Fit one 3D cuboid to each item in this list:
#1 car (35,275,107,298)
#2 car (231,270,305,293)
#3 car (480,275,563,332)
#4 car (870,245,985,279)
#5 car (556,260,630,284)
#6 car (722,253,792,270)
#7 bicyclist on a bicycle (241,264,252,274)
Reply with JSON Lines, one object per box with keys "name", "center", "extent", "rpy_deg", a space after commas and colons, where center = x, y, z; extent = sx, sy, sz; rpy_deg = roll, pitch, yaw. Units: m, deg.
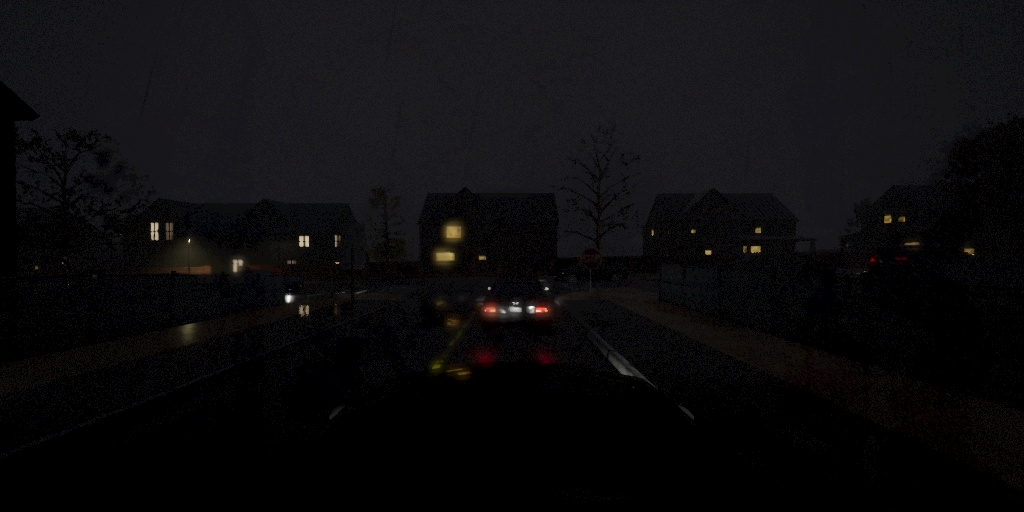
{"name": "car", "center": [-25.322, 1.854, 21.277], "extent": [4.674, 1.442, 1.812], "rpy_deg": [-1, 1, 0]}
{"name": "car", "center": [-15.023, 1.562, 21.251], "extent": [5.008, 1.535, 1.882], "rpy_deg": [-1, 1, 0]}
{"name": "car", "center": [0.169, 1.298, 10.842], "extent": [2.033, 1.411, 5.357], "rpy_deg": [0, 0, 2]}
{"name": "car", "center": [24.575, 0.372, 21.154], "extent": [5.566, 2.045, 2.150], "rpy_deg": [-1, 1, 0]}
{"name": "car", "center": [5.373, 1.065, 24.154], "extent": [4.892, 1.490, 1.837], "rpy_deg": [-1, 1, 0]}
{"name": "car", "center": [16.292, 0.656, 24.127], "extent": [4.553, 1.767, 2.097], "rpy_deg": [-1, 1, 0]}
{"name": "bicyclist on a bicycle", "center": [-20.072, 1.419, 27.110], "extent": [0.582, 1.620, 1.656], "rpy_deg": [-1, 1, 0]}
